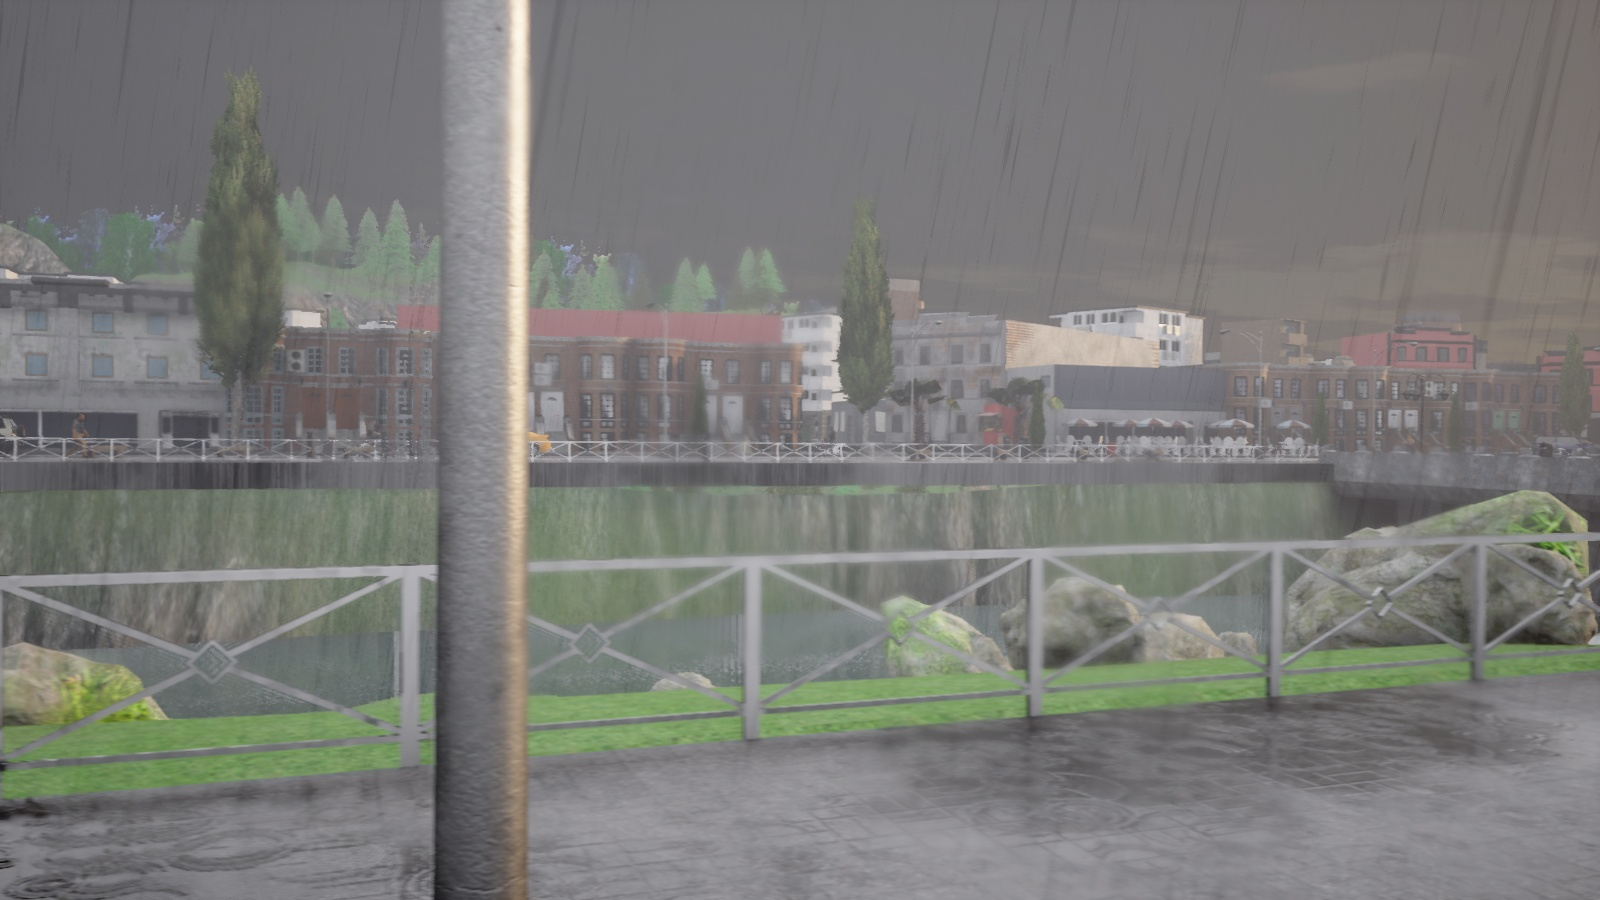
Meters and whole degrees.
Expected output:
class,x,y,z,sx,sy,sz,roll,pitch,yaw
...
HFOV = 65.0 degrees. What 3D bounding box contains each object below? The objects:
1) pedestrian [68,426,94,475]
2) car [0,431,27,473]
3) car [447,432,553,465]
class,x,y,z,sx,sy,sz,roll,pitch,yaw
pedestrian,-27.504,0.024,48.046,0.694,1.848,0.540,-1,1,-9
car,-37.116,0.111,55.626,4.605,1.855,1.932,-1,1,-21
car,-15.279,-0.099,63.927,5.008,1.535,1.882,-1,1,-21
